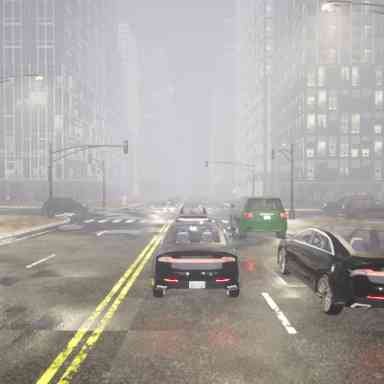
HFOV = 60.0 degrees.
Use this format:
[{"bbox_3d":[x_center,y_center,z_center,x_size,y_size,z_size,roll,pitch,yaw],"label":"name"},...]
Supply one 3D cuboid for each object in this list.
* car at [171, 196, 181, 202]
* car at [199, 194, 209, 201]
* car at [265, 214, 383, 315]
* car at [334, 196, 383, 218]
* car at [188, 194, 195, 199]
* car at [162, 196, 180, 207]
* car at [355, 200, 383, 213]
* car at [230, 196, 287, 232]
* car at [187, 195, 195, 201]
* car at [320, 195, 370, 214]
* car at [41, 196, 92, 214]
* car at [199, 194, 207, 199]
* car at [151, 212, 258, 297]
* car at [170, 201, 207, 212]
[{"bbox_3d":[-3.449,1.487,73.038,1.994,1.385,4.181,0,0,0],"label":"car"},{"bbox_3d":[3.031,1.510,81.331,1.895,1.301,4.718,0,0,0],"label":"car"},{"bbox_3d":[3.327,1.488,7.518,2.128,1.511,4.902,0,0,0],"label":"car"},{"bbox_3d":[16.119,1.518,30.131,5.009,1.841,2.192,1,0,1],"label":"car"},{"bbox_3d":[-0.247,1.333,91.325,1.895,1.301,4.718,0,0,0],"label":"car"},{"bbox_3d":[-3.481,1.453,51.405,2.128,1.511,4.902,0,0,0],"label":"car"},{"bbox_3d":[21.705,1.641,38.433,4.829,1.417,1.752,1,0,1],"label":"car"},{"bbox_3d":[3.302,1.212,17.360,2.150,2.045,5.566,0,0,0],"label":"car"},{"bbox_3d":[-0.218,1.454,80.878,2.033,1.411,5.357,0,0,0],"label":"car"},{"bbox_3d":[16.853,1.337,35.901,5.566,2.045,2.150,1,1,1],"label":"car"},{"bbox_3d":[-12.371,1.258,33.085,4.553,1.767,2.097,1,1,1],"label":"car"},{"bbox_3d":[3.004,1.291,91.303,1.994,1.385,4.181,0,0,0],"label":"car"},{"bbox_3d":[0.077,1.487,8.527,2.128,1.511,4.902,0,0,0],"label":"car"},{"bbox_3d":[0.051,1.482,17.712,2.128,1.511,4.902,0,0,0],"label":"car"}]
